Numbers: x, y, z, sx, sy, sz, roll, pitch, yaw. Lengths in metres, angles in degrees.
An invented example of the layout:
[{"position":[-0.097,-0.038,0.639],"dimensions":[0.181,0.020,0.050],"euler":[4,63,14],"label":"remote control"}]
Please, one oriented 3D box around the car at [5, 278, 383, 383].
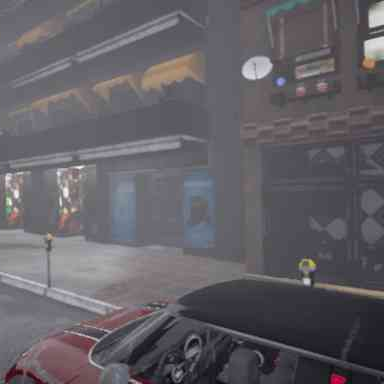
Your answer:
[{"position":[0.326,1.438,2.523],"dimensions":[4.097,1.590,1.967],"euler":[0,-1,36],"label":"car"}]
